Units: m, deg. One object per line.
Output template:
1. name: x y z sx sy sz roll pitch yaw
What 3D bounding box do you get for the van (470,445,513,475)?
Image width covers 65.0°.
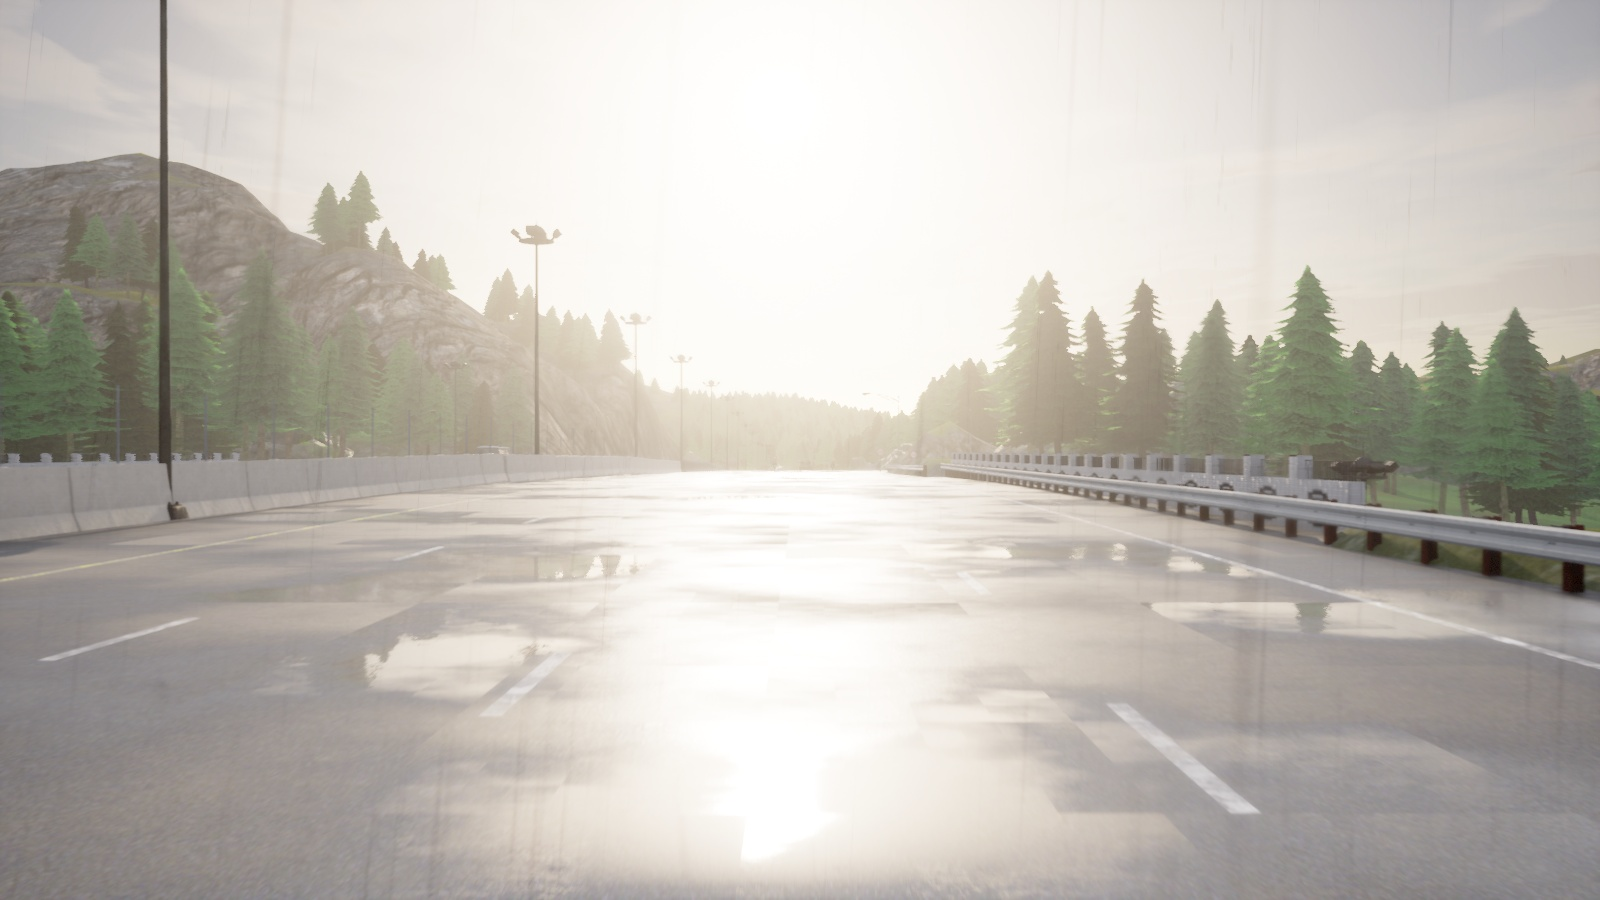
1. van: -20.519 0.678 83.704 1.775 1.987 4.442 0 -1 0
